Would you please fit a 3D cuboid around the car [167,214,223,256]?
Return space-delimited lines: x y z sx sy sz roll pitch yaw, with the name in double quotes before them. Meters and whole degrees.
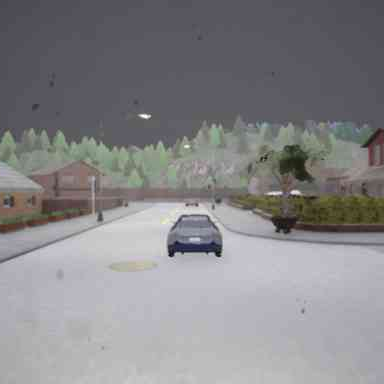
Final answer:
"car" 0.101 1.566 13.165 1.994 1.385 4.181 0 0 0

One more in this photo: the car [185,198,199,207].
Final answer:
"car" 0.002 1.570 51.240 1.994 1.385 4.181 0 0 0
